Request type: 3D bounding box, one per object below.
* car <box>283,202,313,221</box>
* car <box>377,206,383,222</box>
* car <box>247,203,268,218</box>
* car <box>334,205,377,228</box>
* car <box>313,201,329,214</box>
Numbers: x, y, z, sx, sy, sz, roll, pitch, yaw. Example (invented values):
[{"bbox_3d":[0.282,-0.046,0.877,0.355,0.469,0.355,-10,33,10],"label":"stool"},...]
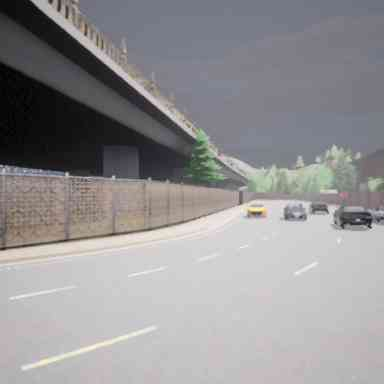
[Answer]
[{"bbox_3d":[9.431,1.789,30.422,2.128,1.511,4.902,-1,-1,14],"label":"car"},{"bbox_3d":[16.211,1.823,28.223,1.895,1.301,4.718,-1,-1,14],"label":"car"},{"bbox_3d":[6.805,1.838,34.388,1.882,1.535,5.008,-1,-1,14],"label":"car"},{"bbox_3d":[11.417,1.682,23.861,1.882,1.535,5.008,0,-1,16],"label":"car"},{"bbox_3d":[15.799,1.885,41.501,1.837,1.490,4.892,-1,-1,13],"label":"car"}]
